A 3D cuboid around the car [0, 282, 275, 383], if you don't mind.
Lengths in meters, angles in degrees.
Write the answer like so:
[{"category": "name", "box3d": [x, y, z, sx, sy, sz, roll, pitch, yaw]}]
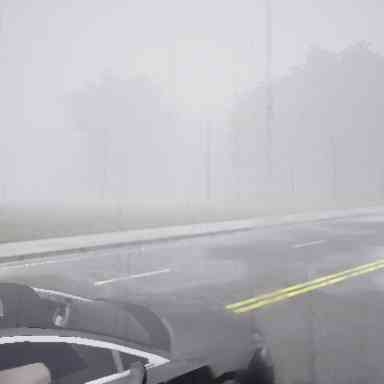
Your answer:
[{"category": "car", "box3d": [-1.463, 1.489, 2.395, 4.902, 1.511, 2.128, -2, 1, -35]}]
